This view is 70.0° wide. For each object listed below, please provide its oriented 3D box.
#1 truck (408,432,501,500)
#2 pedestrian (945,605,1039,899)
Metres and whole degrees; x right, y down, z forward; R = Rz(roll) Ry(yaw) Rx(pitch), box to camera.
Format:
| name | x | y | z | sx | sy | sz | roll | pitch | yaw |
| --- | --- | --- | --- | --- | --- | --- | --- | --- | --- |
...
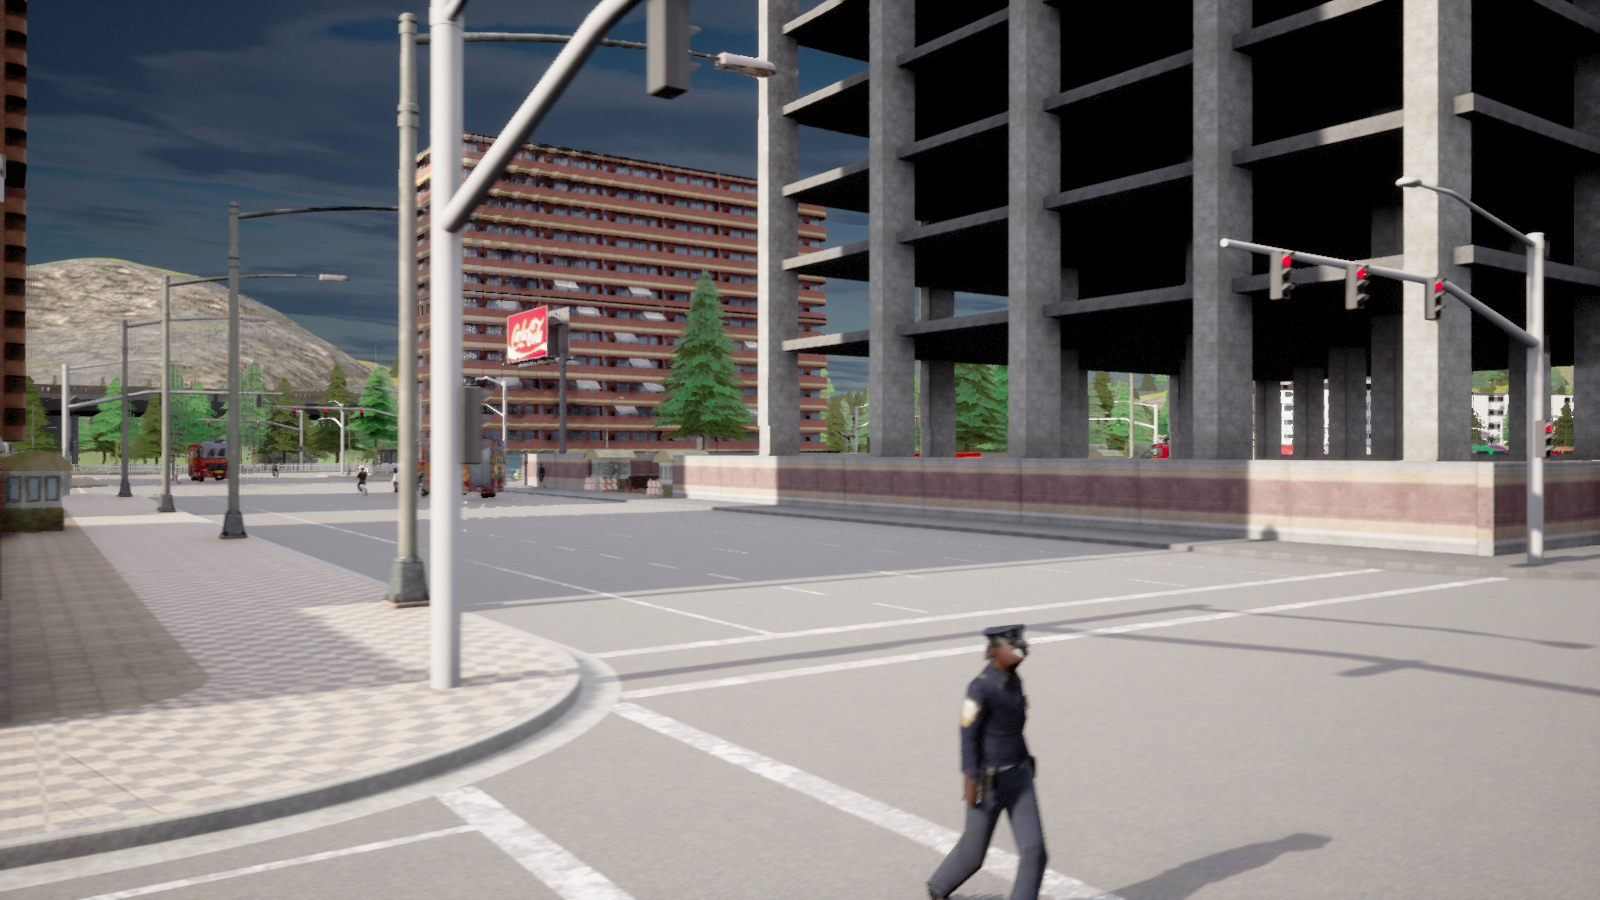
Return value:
| name | x | y | z | sx | sy | sz | roll | pitch | yaw |
| --- | --- | --- | --- | --- | --- | --- | --- | --- | --- |
| truck | -20.728 | 0.907 | 68.117 | 2.891 | 3.827 | 8.468 | 0 | 0 | -34 |
| pedestrian | 1.098 | 1.853 | 6.544 | 0.375 | 1.860 | 0.375 | 0 | 0 | -38 |
